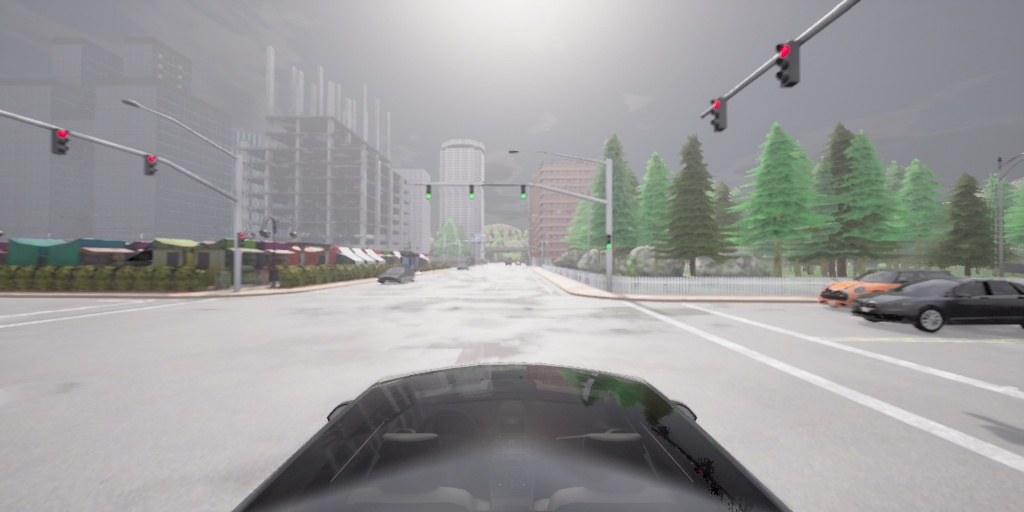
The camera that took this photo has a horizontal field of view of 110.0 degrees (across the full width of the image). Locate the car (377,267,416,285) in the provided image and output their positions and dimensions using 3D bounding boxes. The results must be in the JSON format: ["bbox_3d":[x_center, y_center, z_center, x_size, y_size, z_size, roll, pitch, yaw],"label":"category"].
[{"bbox_3d":[-9.735,1.645,30.762,2.033,1.411,5.357,0,0,1],"label":"car"}]

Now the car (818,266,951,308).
[{"bbox_3d":[14.968,1.292,14.199,4.553,1.767,2.097,0,-1,2],"label":"car"}]

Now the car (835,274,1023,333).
[{"bbox_3d":[13.126,1.398,10.770,4.892,1.490,1.837,0,-1,2],"label":"car"}]
